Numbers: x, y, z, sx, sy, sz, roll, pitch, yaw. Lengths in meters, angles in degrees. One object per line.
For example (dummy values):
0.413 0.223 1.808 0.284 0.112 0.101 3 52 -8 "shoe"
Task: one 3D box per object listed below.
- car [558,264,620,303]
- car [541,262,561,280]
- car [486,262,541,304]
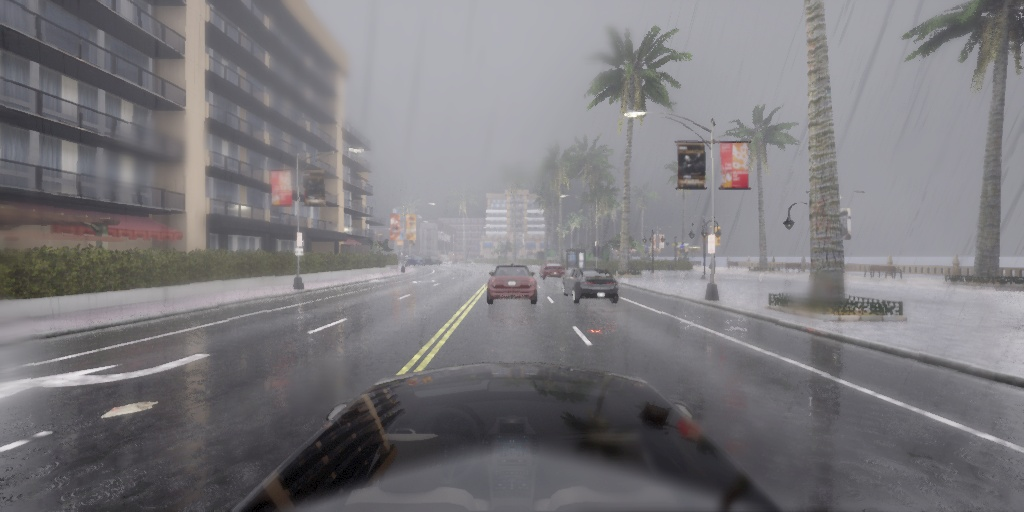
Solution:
3.500 1.266 16.500 1.837 1.490 4.892 0 0 0 "car"
3.500 1.235 31.500 1.882 1.535 5.008 0 0 0 "car"
0.000 1.116 16.470 2.097 1.767 4.553 0 0 0 "car"
